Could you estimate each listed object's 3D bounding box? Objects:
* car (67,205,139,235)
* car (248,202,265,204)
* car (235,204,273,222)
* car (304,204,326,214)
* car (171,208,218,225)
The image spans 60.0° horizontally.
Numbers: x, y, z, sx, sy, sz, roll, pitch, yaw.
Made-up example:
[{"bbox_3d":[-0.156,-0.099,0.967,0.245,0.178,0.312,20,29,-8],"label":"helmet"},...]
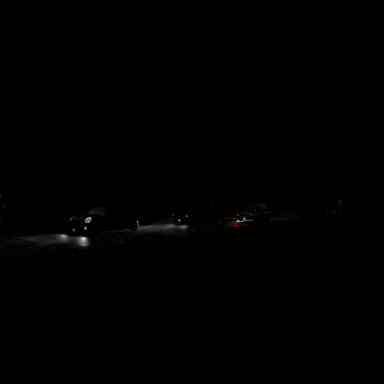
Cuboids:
[{"bbox_3d":[-5.457,1.619,20.827,2.097,1.767,4.553,0,-1,35],"label":"car"},{"bbox_3d":[7.199,1.988,38.572,2.097,1.767,4.553,0,-1,36],"label":"car"},{"bbox_3d":[6.052,2.148,31.933,1.895,1.301,4.718,0,-1,36],"label":"car"},{"bbox_3d":[17.977,2.435,48.613,2.033,1.411,5.357,0,-1,36],"label":"car"},{"bbox_3d":[0.259,2.036,28.896,1.895,1.301,4.718,0,-1,36],"label":"car"}]
